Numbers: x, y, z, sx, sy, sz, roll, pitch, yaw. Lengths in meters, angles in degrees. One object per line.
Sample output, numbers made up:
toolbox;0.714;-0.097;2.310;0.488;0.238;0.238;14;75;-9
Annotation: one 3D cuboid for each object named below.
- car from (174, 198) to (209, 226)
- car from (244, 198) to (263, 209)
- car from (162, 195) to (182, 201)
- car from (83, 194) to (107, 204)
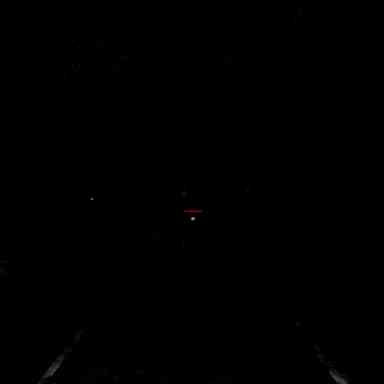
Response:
car;0.088;1.381;22.524;2.128;1.511;4.902;0;0;1
car;8.589;1.406;39.753;4.718;1.301;1.895;0;0;-31
car;-4.162;1.224;68.105;4.181;1.385;1.994;0;0;-8
car;-16.672;1.071;57.085;2.097;1.767;4.553;0;0;21
